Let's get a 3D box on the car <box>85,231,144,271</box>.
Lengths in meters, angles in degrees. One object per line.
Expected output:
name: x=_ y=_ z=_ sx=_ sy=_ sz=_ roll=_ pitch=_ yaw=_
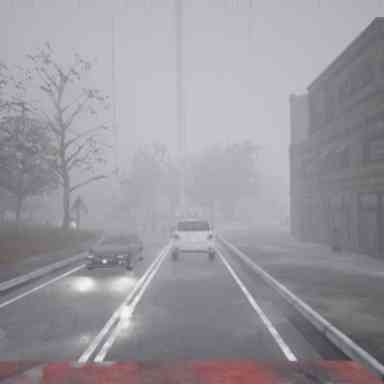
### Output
car: x=-3.342 y=2.589 z=15.196 sx=1.837 sy=1.490 sz=4.892 roll=0 pitch=-4 yaw=0

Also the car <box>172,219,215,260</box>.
car: x=0.066 y=2.496 z=18.488 sx=2.150 sy=2.045 sz=5.566 roll=0 pitch=-4 yaw=0

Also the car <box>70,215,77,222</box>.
car: x=-23.114 y=5.084 z=64.398 sx=1.895 sy=1.301 sz=4.718 roll=0 pitch=-2 yaw=-12

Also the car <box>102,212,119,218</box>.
car: x=-19.620 y=5.622 z=80.592 sx=1.994 sy=1.385 sz=4.181 roll=-2 pitch=-3 yaw=34

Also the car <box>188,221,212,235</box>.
car: x=0.948 y=3.883 z=36.453 sx=1.895 sy=1.301 sz=4.718 roll=-1 pitch=-3 yaw=10
